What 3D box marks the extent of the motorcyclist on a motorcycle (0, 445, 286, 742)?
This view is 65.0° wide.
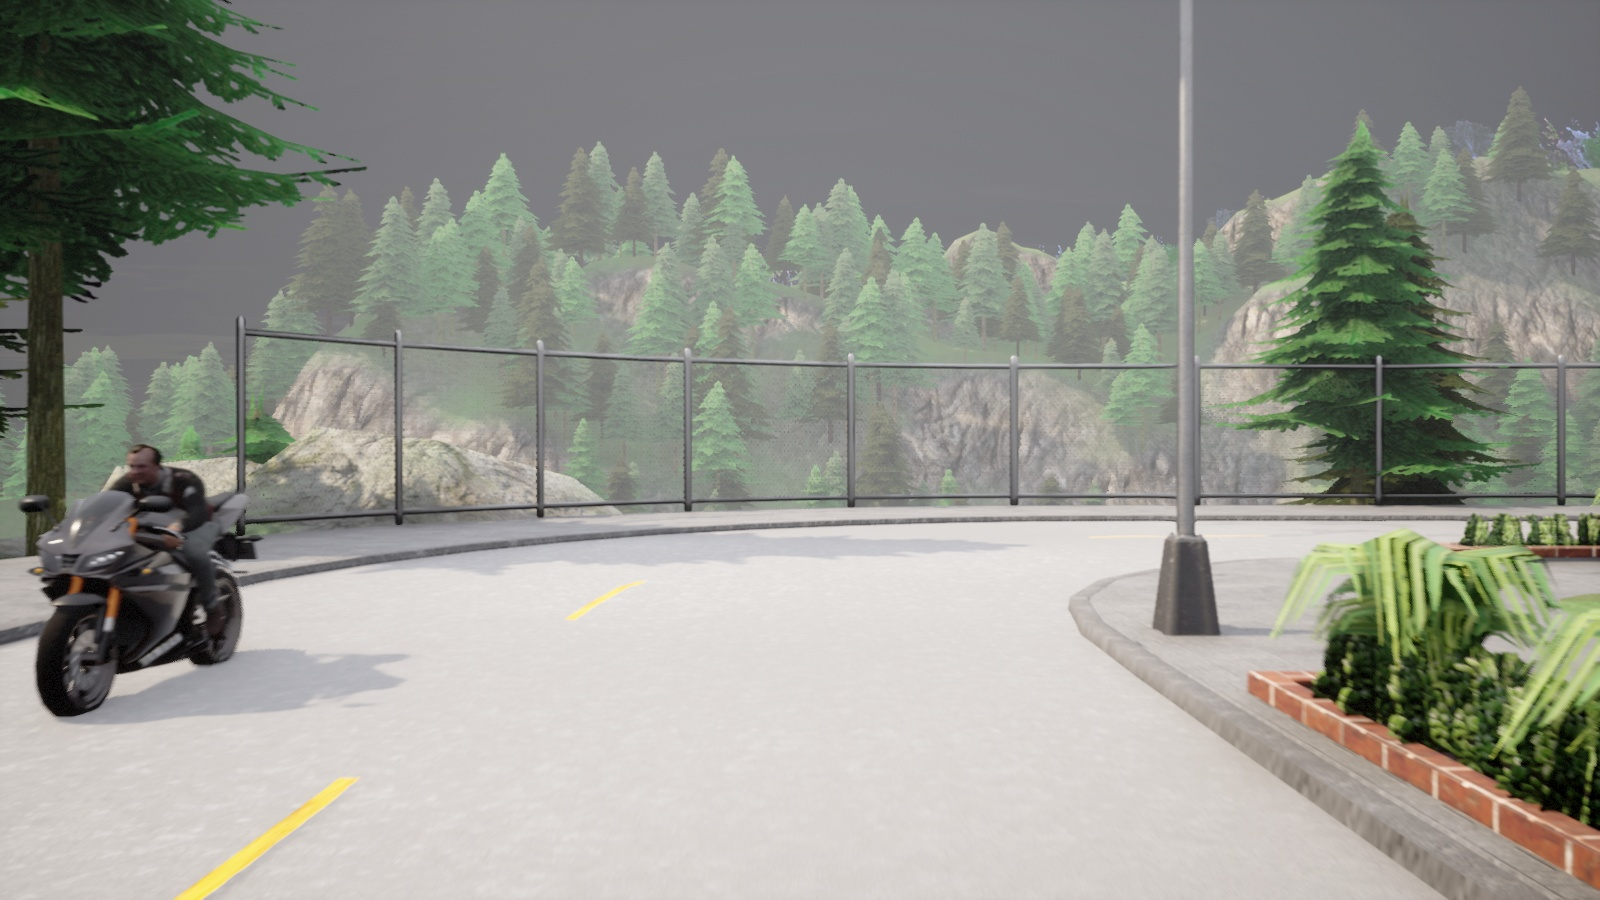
[{"bbox_3d":[-3.998,0.735,7.585,0.866,1.530,2.191,0,0,1],"label":"motorcyclist on a motorcycle"}]
